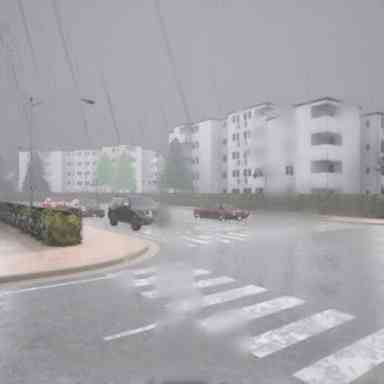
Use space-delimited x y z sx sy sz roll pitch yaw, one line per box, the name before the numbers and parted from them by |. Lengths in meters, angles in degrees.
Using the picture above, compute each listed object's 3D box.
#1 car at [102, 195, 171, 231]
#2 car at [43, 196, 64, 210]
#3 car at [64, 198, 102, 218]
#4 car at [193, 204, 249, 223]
car | -3.514 1.215 21.149 2.150 2.045 5.566 0 0 -36
car | -15.245 1.347 37.447 2.097 1.767 4.553 0 0 -36
car | -9.354 1.345 29.279 2.097 1.767 4.553 0 0 -36
car | 2.119 1.589 25.769 1.895 1.301 4.718 0 0 -37
